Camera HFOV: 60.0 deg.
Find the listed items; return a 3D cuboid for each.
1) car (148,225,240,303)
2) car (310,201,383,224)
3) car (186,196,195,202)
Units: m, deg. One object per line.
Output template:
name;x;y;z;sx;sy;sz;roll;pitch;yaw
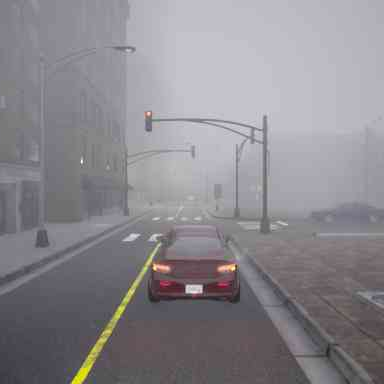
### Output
car;0.063;1.526;8.101;1.812;1.442;4.674;0;0;1
car;11.047;1.432;23.827;5.008;1.535;1.882;0;0;0
car;-0.247;1.567;76.077;1.812;1.442;4.674;0;0;0
